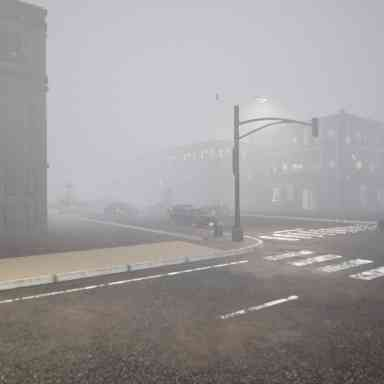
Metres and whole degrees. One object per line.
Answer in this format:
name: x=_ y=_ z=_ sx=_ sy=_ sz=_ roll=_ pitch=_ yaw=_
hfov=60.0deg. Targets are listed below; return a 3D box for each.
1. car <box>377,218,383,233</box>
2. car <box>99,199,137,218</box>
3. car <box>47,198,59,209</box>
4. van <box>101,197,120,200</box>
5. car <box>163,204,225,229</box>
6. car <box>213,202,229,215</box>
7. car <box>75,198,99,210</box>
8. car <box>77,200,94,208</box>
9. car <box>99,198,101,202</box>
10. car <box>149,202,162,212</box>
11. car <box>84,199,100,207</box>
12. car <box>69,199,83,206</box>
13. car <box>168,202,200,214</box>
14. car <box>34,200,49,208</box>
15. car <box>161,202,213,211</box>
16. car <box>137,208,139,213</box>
car: x=11.522 y=1.594 z=15.756 sx=4.718 sy=1.301 sz=1.895 roll=0 pitch=0 yaw=32
car: x=-7.909 y=1.846 z=35.467 sx=1.967 sy=1.590 sz=4.097 roll=-1 pitch=0 yaw=-35
car: x=-23.825 y=2.233 z=57.898 sx=1.752 sy=1.417 sz=4.829 roll=-1 pitch=0 yaw=-35
van: x=-13.892 y=1.907 z=58.374 sx=1.690 sy=1.788 sz=3.998 roll=-1 pitch=0 yaw=-35
car: x=0.026 y=1.814 z=24.081 sx=1.947 sy=1.339 sz=4.313 roll=-1 pitch=0 yaw=-35
car: x=2.130 y=1.809 z=35.805 sx=2.008 sy=1.369 sz=4.403 roll=-2 pitch=0 yaw=-35
car: x=-17.295 y=2.104 z=53.358 sx=2.128 sy=1.511 sz=4.902 roll=-1 pitch=0 yaw=-35
car: x=-20.193 y=2.194 z=62.816 sx=1.812 sy=1.442 sz=4.674 roll=-1 pitch=0 yaw=-35
car: x=-17.096 y=1.940 z=62.888 sx=2.192 sy=1.841 sz=5.009 roll=-1 pitch=0 yaw=-35
car: x=-4.276 y=1.966 z=44.833 sx=1.802 sy=1.307 sz=4.206 roll=-2 pitch=0 yaw=-35
car: x=-20.294 y=2.227 z=67.402 sx=1.887 sy=1.381 sz=4.507 roll=-1 pitch=0 yaw=-35
car: x=-26.701 y=2.364 z=76.431 sx=1.947 sy=1.339 sz=4.313 roll=-1 pitch=0 yaw=-35
car: x=-1.073 y=1.904 z=40.319 sx=1.802 sy=1.307 sz=4.206 roll=-2 pitch=0 yaw=-35
car: x=-30.331 y=2.376 z=67.066 sx=2.008 sy=1.369 sz=4.403 roll=-1 pitch=0 yaw=-35
car: x=-0.536 y=1.802 z=29.572 sx=1.812 sy=1.442 sz=4.674 roll=-1 pitch=0 yaw=-35
car: x=-8.378 y=1.976 z=40.629 sx=2.033 sy=1.411 sz=5.357 roll=-1 pitch=0 yaw=-35
